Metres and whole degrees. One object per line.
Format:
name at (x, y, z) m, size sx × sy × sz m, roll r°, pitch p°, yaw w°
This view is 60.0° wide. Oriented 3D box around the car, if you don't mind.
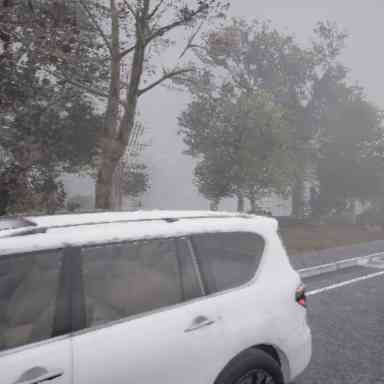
car at (-1.366, 1.222, 2.710) m, size 5.566 × 2.045 × 2.150 m, roll 0°, pitch 0°, yaw -35°
